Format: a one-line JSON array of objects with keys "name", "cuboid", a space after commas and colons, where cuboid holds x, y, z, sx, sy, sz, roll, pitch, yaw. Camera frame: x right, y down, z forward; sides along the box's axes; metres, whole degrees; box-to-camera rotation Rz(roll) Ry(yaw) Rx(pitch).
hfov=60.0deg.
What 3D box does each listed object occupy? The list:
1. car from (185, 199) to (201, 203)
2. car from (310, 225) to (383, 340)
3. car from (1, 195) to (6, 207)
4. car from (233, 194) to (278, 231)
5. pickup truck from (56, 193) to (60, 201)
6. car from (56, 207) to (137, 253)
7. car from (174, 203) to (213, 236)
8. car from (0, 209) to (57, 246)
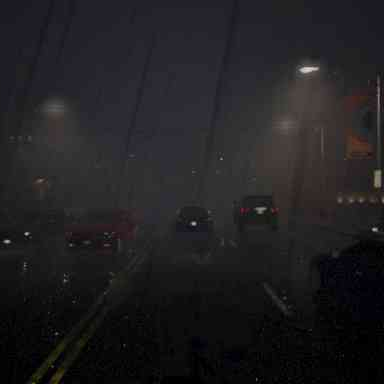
[{"name": "car", "cuboid": [0.086, 1.459, 38.762, 1.895, 1.301, 4.718, 0, 0, 0]}, {"name": "car", "cuboid": [3.597, 1.504, 5.715, 1.812, 1.442, 4.674, 0, 0, 0]}, {"name": "car", "cuboid": [-25.517, 1.100, 42.103, 2.185, 1.767, 4.553, 0, 0, 0]}, {"name": "car", "cuboid": [3.776, 1.147, 20.312, 2.150, 2.045, 5.566, 0, 0, 3]}, {"name": "pickup truck", "cuboid": [-25.127, 0.835, 69.728, 6.274, 2.098, 2.390, 0, 0, 0]}, {"name": "car", "cuboid": [-3.528, 1.427, 13.696, 1.882, 1.535, 5.008, 0, 0, 0]}, {"name": "car", "cuboid": [0.090, 1.497, 18.140, 1.994, 1.385, 4.181, 0, 0, 0]}, {"name": "car", "cuboid": [-7.014, 1.491, 15.300, 2.033, 1.411, 5.357, 0, 0, 0]}]
